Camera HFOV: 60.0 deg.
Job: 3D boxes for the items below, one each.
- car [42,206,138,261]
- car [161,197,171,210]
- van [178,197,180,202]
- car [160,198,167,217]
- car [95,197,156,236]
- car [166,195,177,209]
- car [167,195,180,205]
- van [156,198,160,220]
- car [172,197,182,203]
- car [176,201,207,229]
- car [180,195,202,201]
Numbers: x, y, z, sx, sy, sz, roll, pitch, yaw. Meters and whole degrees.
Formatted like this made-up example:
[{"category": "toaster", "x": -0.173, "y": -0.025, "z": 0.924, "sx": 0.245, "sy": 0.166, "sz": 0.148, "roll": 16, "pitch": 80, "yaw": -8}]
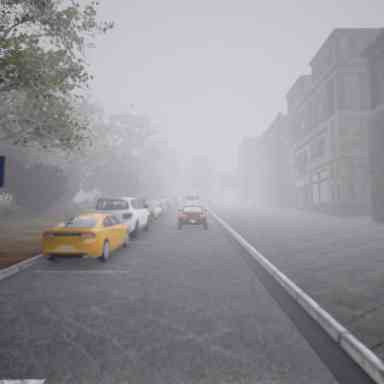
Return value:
[{"category": "car", "x": -3.683, "y": 1.517, "z": 12.392, "sx": 2.097, "sy": 1.535, "sz": 5.008, "roll": 0, "pitch": 0, "yaw": 2}, {"category": "car", "x": -3.735, "y": 1.591, "z": 34.672, "sx": 2.097, "sy": 1.535, "sz": 5.008, "roll": 0, "pitch": 0, "yaw": 2}, {"category": "van", "x": -3.797, "y": 1.477, "z": 62.648, "sx": 1.878, "sy": 1.987, "sz": 4.442, "roll": 0, "pitch": 0, "yaw": 2}, {"category": "car", "x": -3.715, "y": 1.568, "z": 29.293, "sx": 1.946, "sy": 1.575, "sz": 5.366, "roll": 0, "pitch": 0, "yaw": 2}, {"category": "car", "x": -3.696, "y": 1.283, "z": 17.997, "sx": 2.435, "sy": 2.045, "sz": 5.566, "roll": 0, "pitch": 0, "yaw": 2}, {"category": "car", "x": -3.763, "y": 1.509, "z": 45.788, "sx": 2.185, "sy": 1.767, "sz": 4.553, "roll": 0, "pitch": 0, "yaw": 2}, {"category": "car", "x": -3.815, "y": 1.599, "z": 68.070, "sx": 2.185, "sy": 1.767, "sz": 4.553, "roll": 0, "pitch": 0, "yaw": 2}, {"category": "van", "x": -3.706, "y": 1.326, "z": 23.655, "sx": 1.878, "sy": 1.987, "sz": 4.442, "roll": 0, "pitch": 0, "yaw": 2}, {"category": "car", "x": -3.835, "y": 2.088, "z": 84.803, "sx": 2.163, "sy": 1.488, "sz": 4.792, "roll": 1, "pitch": -2, "yaw": 2}, {"category": "car", "x": 0.040, "y": 1.594, "z": 22.343, "sx": 1.812, "sy": 1.442, "sz": 4.674, "roll": 0, "pitch": 0, "yaw": 0}, {"category": "car", "x": 0.008, "y": 1.353, "z": 39.565, "sx": 2.150, "sy": 2.045, "sz": 5.566, "roll": 0, "pitch": 0, "yaw": 0}]
